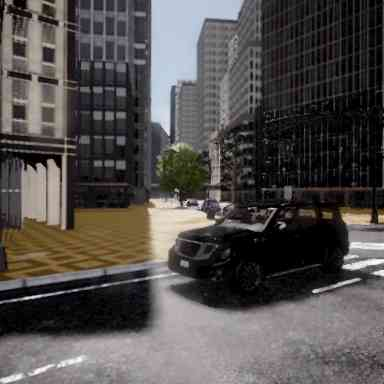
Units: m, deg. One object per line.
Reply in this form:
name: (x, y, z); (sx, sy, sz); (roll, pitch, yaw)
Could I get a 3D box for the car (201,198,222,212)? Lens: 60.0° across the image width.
car: (2.631, 1.777, 45.294); (2.097, 1.767, 4.553); (0, -1, -7)

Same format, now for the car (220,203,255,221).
car: (4.295, 1.840, 32.068); (2.033, 1.411, 5.357); (0, -1, -7)

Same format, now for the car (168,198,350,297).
car: (2.072, 1.275, 9.078); (5.566, 2.045, 2.150); (0, 0, -36)
